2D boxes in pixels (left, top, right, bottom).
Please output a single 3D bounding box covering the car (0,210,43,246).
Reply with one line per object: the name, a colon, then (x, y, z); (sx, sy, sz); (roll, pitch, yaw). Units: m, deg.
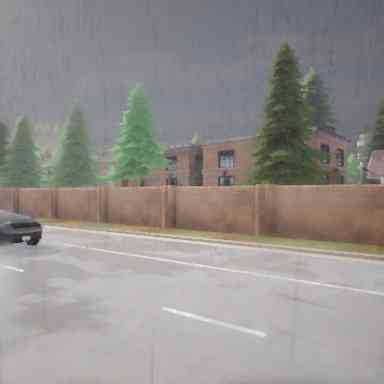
car: (-8.269, 1.516, 14.066); (4.892, 1.490, 1.837); (0, 0, 36)
